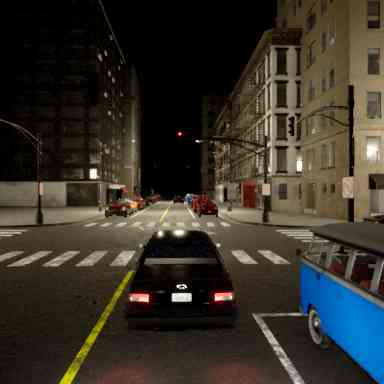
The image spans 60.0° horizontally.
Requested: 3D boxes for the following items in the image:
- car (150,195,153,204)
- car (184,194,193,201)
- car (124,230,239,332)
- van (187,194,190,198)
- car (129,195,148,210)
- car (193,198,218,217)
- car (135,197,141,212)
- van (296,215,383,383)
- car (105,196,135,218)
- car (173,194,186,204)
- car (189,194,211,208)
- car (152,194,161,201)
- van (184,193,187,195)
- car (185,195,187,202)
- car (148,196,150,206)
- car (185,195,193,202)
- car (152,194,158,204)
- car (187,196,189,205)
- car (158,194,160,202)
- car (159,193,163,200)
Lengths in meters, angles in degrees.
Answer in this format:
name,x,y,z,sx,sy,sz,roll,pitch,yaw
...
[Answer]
name,x,y,z,sx,sy,sz,roll,pitch,yaw
car,-7.557,1.561,51.819,1.947,1.339,4.313,0,0,-2
car,-0.928,1.423,84.589,1.967,1.590,4.097,0,0,-2
car,-0.256,1.547,7.245,2.033,1.411,5.357,0,0,-2
van,0.461,1.337,52.163,1.690,1.788,3.998,0,0,-2
car,-7.094,1.313,41.010,2.192,1.841,5.009,0,0,-2
car,1.386,1.543,30.544,1.887,1.381,4.507,0,0,-2
car,-6.856,1.524,35.435,1.752,1.417,4.829,0,0,-2
van,2.537,1.341,3.689,1.690,1.788,3.998,0,0,-2
car,-6.631,1.439,30.201,1.967,1.590,4.097,0,0,-2
car,-2.480,1.518,61.340,1.812,1.442,4.674,0,0,-3
car,1.155,1.313,35.949,2.192,1.841,5.009,0,0,-2
car,-8.946,1.423,84.246,1.967,1.590,4.097,0,0,-2
van,-0.465,1.328,73.780,1.690,1.788,3.998,0,0,-2
car,0.229,1.560,57.567,1.947,1.339,4.313,0,0,-2
car,-7.319,1.522,46.245,1.752,1.417,4.829,0,0,-2
car,-0.704,1.510,79.355,1.752,1.417,4.829,0,0,-2
car,-8.020,1.542,62.628,2.008,1.369,4.403,0,0,-2
car,0.692,1.542,46.758,1.887,1.381,4.507,0,0,-2
car,-8.252,1.555,68.033,1.947,1.339,4.313,0,0,-2
car,-8.715,1.300,78.842,2.192,1.841,5.009,0,0,-2
